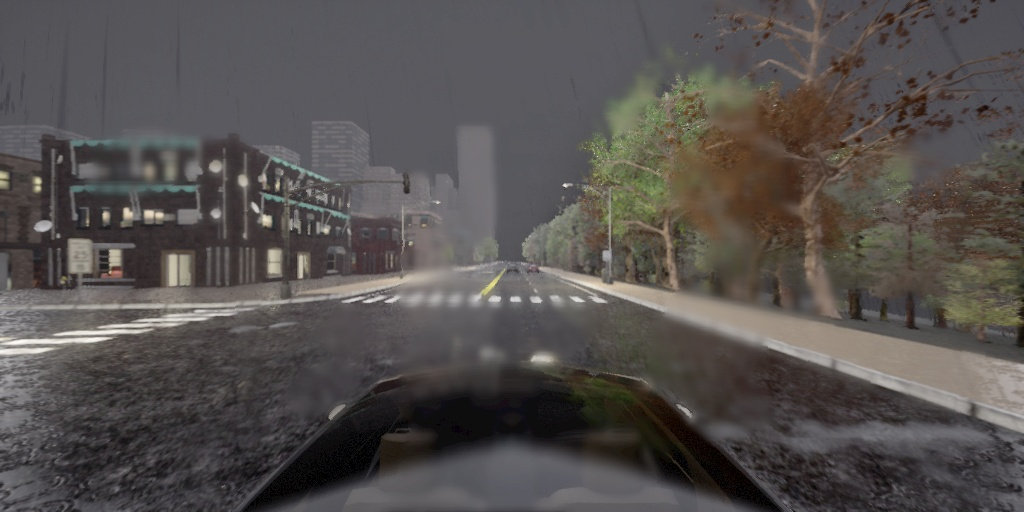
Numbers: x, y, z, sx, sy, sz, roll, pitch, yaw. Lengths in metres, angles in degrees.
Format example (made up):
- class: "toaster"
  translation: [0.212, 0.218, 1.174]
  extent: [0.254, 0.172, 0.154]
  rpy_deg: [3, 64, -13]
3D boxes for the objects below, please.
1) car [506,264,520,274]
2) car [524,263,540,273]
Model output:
- class: "car"
  translation: [0.093, 1.957, 56.047]
  extent: [1.837, 1.490, 4.892]
  rpy_deg: [0, -1, 0]
- class: "car"
  translation: [3.345, 1.982, 56.353]
  extent: [1.812, 1.442, 4.674]
  rpy_deg: [0, -1, 0]
